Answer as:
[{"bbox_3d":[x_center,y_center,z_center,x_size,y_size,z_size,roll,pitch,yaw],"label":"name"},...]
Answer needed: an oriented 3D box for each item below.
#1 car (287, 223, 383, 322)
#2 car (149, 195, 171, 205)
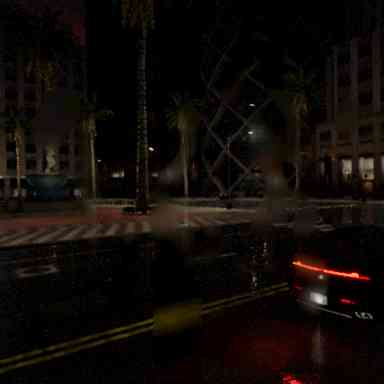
[{"bbox_3d":[3.958,1.375,6.597,4.892,1.490,1.837,-1,1,-35],"label":"car"},{"bbox_3d":[-5.198,1.187,47.846,4.181,1.385,1.994,0,1,22],"label":"car"}]
